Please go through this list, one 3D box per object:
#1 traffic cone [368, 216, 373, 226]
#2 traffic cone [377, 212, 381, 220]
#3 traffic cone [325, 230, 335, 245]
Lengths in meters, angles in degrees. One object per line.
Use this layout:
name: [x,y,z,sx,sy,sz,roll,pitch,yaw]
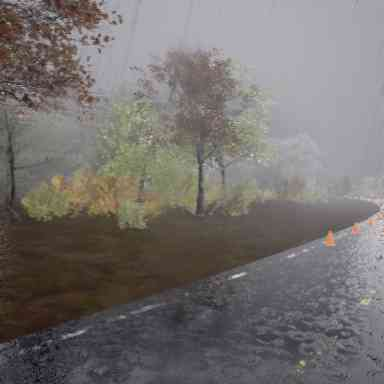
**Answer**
traffic cone: [11.649,1.878,21.695,0.340,0.580,0.340,1,1,36]
traffic cone: [14.488,1.871,25.743,0.340,0.580,0.340,1,1,34]
traffic cone: [5.722,1.888,13.779,0.340,0.580,0.340,1,1,38]
